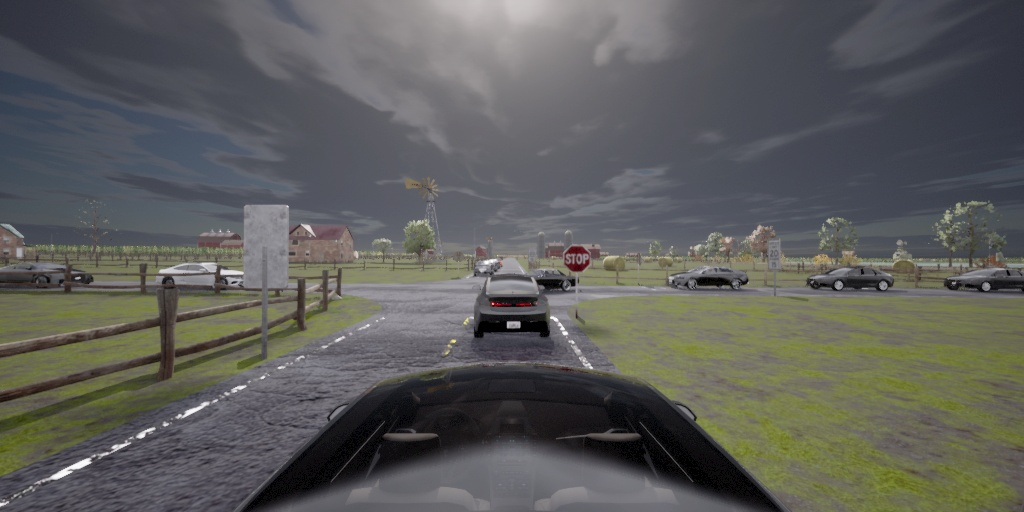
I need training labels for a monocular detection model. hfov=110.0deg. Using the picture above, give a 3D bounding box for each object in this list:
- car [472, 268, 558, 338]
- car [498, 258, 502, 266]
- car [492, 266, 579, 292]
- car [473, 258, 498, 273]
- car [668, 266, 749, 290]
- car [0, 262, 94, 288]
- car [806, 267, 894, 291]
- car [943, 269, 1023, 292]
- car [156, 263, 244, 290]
[{"bbox_3d":[-0.070,1.255,10.239,1.837,1.490,4.892,0,0,-3],"label":"car"},{"bbox_3d":[-2.832,1.232,46.373,2.128,1.511,4.902,0,0,0],"label":"car"},{"bbox_3d":[1.507,1.365,20.284,4.718,1.301,1.895,1,0,-35],"label":"car"},{"bbox_3d":[-2.843,1.235,36.927,2.128,1.511,4.902,0,0,0],"label":"car"},{"bbox_3d":[12.808,1.392,23.508,4.902,1.511,2.128,1,-1,-2],"label":"car"},{"bbox_3d":[-26.356,1.044,20.086,4.181,1.385,1.994,1,-1,-1],"label":"car"},{"bbox_3d":[22.209,1.495,23.674,4.892,1.490,1.837,1,-1,-1],"label":"car"},{"bbox_3d":[31.712,1.583,23.791,4.892,1.490,1.837,1,-1,-1],"label":"car"},{"bbox_3d":[-17.236,1.100,20.203,4.674,1.442,1.812,1,-1,-1],"label":"car"}]
